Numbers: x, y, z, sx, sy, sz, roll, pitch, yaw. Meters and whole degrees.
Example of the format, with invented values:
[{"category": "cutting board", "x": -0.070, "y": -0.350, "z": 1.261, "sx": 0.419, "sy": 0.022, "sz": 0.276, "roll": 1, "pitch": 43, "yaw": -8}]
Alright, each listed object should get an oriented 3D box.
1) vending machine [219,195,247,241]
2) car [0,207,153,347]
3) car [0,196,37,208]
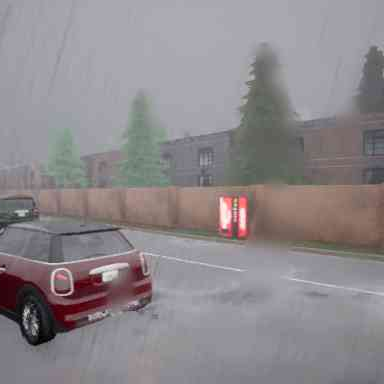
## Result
[{"category": "vending machine", "x": 1.982, "y": 1.195, "z": 16.014, "sx": 0.880, "sy": 2.100, "sz": 1.100, "roll": 0, "pitch": 0, "yaw": 42}, {"category": "car", "x": -2.928, "y": 1.351, "z": 6.640, "sx": 4.553, "sy": 1.767, "sz": 2.097, "roll": 0, "pitch": 0, "yaw": 40}, {"category": "car", "x": -10.338, "y": 1.221, "z": 18.403, "sx": 2.150, "sy": 2.045, "sz": 5.566, "roll": 0, "pitch": 0, "yaw": -45}]
